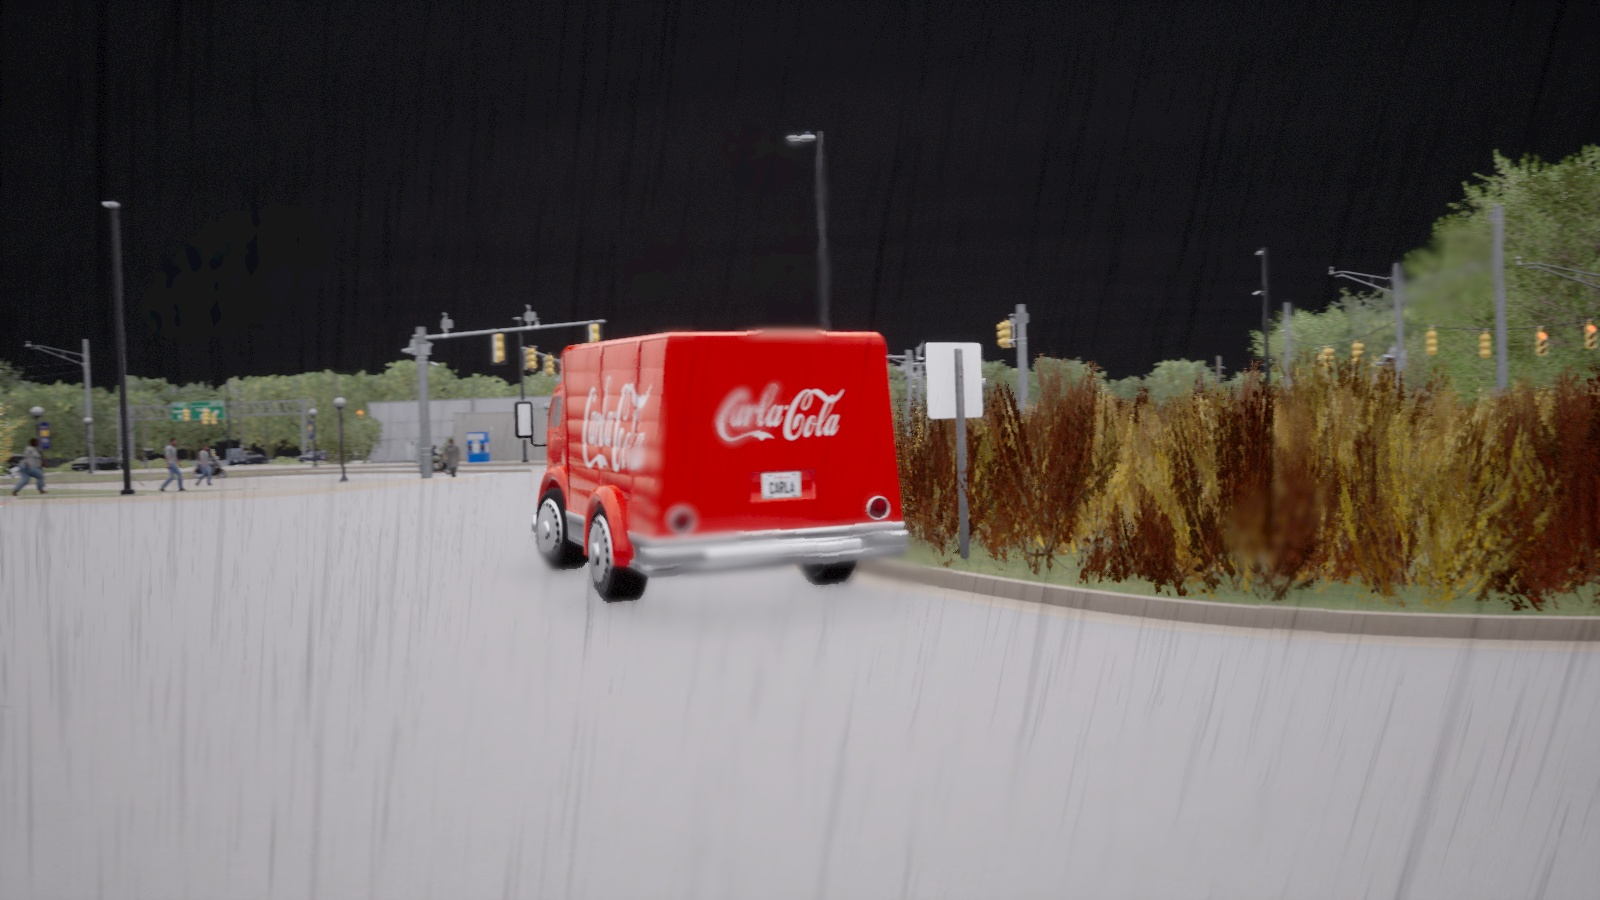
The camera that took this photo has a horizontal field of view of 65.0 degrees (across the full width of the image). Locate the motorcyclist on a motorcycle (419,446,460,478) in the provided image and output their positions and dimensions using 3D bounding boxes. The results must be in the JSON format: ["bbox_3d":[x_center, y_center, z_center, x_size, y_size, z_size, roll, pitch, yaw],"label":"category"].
[{"bbox_3d":[-18.668,0.613,65.014,1.817,1.590,0.866,-1,1,3],"label":"motorcyclist on a motorcycle"}]

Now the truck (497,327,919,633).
[{"bbox_3d":[-1.253,0.120,13.031,2.627,2.467,5.204,-3,3,-25],"label":"truck"}]

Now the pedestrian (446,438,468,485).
[{"bbox_3d":[-14.593,0.476,53.433,0.659,1.952,0.873,-2,1,-4],"label":"pedestrian"}]

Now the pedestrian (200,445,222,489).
[{"bbox_3d":[-25.431,0.733,54.216,0.706,1.836,0.354,-2,1,5],"label":"pedestrian"}]

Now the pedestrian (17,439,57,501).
[{"bbox_3d":[-23.425,0.600,38.568,0.900,1.855,0.874,-3,2,-36],"label":"pedestrian"}]

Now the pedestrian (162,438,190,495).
[{"bbox_3d":[-20.297,0.530,40.858,0.706,1.836,0.354,-3,1,-16],"label":"pedestrian"}]

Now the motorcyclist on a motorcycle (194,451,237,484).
[{"bbox_3d":[-30.592,0.922,65.740,1.817,1.590,0.866,-3,1,3],"label":"motorcyclist on a motorcycle"}]
